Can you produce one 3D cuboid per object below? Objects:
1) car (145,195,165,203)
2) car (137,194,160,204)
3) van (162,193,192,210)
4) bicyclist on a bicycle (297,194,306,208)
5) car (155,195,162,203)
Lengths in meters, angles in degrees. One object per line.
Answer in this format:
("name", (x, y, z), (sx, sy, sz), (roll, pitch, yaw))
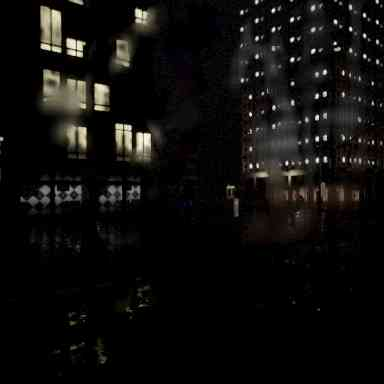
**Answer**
("car", (-7.046, 1.227, 63.222), (1.887, 1.381, 4.507), (0, 0, -34))
("car", (-7.870, 1.194, 59.809), (1.882, 1.535, 5.008), (-1, 1, -34))
("van", (-1.543, 1.202, 40.180), (1.690, 1.788, 3.998), (0, 0, -34))
("bicyclist on a bicycle", (12.847, 1.106, 39.128), (1.656, 1.620, 0.582), (-1, 1, -34))
("car", (-3.936, 1.024, 58.636), (2.192, 1.841, 5.009), (0, 0, -34))
